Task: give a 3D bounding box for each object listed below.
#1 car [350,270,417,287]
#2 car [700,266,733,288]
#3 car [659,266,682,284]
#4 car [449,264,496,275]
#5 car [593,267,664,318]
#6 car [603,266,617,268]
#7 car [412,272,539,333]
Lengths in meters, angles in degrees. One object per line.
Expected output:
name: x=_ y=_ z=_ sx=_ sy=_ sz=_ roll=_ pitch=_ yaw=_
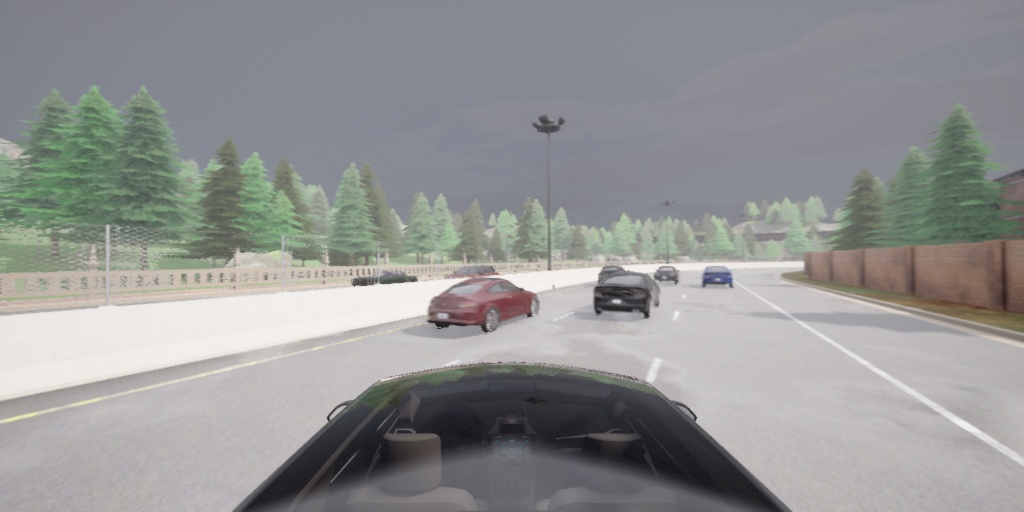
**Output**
car: x=-9.156 y=1.706 z=25.876 sx=1.895 sy=1.301 sz=4.718 roll=-1 pitch=-1 yaw=28
car: x=14.935 y=1.445 z=26.248 sx=1.882 sy=1.535 sz=5.008 roll=-1 pitch=-1 yaw=27
car: x=12.967 y=1.552 z=30.021 sx=1.812 sy=1.442 sz=4.674 roll=-1 pitch=-1 yaw=28
car: x=-2.604 y=1.386 z=23.301 sx=2.097 sy=1.767 sz=4.553 roll=-1 pitch=-1 yaw=28
car: x=4.555 y=1.352 z=13.892 sx=1.882 sy=1.535 sz=5.008 roll=-1 pitch=-1 yaw=27
car: x=7.985 y=1.536 z=28.057 sx=1.837 sy=1.490 sz=4.892 roll=-1 pitch=-1 yaw=28
car: x=-0.731 y=1.399 z=11.319 sx=1.812 sy=1.442 sz=4.674 roll=-1 pitch=-1 yaw=27
